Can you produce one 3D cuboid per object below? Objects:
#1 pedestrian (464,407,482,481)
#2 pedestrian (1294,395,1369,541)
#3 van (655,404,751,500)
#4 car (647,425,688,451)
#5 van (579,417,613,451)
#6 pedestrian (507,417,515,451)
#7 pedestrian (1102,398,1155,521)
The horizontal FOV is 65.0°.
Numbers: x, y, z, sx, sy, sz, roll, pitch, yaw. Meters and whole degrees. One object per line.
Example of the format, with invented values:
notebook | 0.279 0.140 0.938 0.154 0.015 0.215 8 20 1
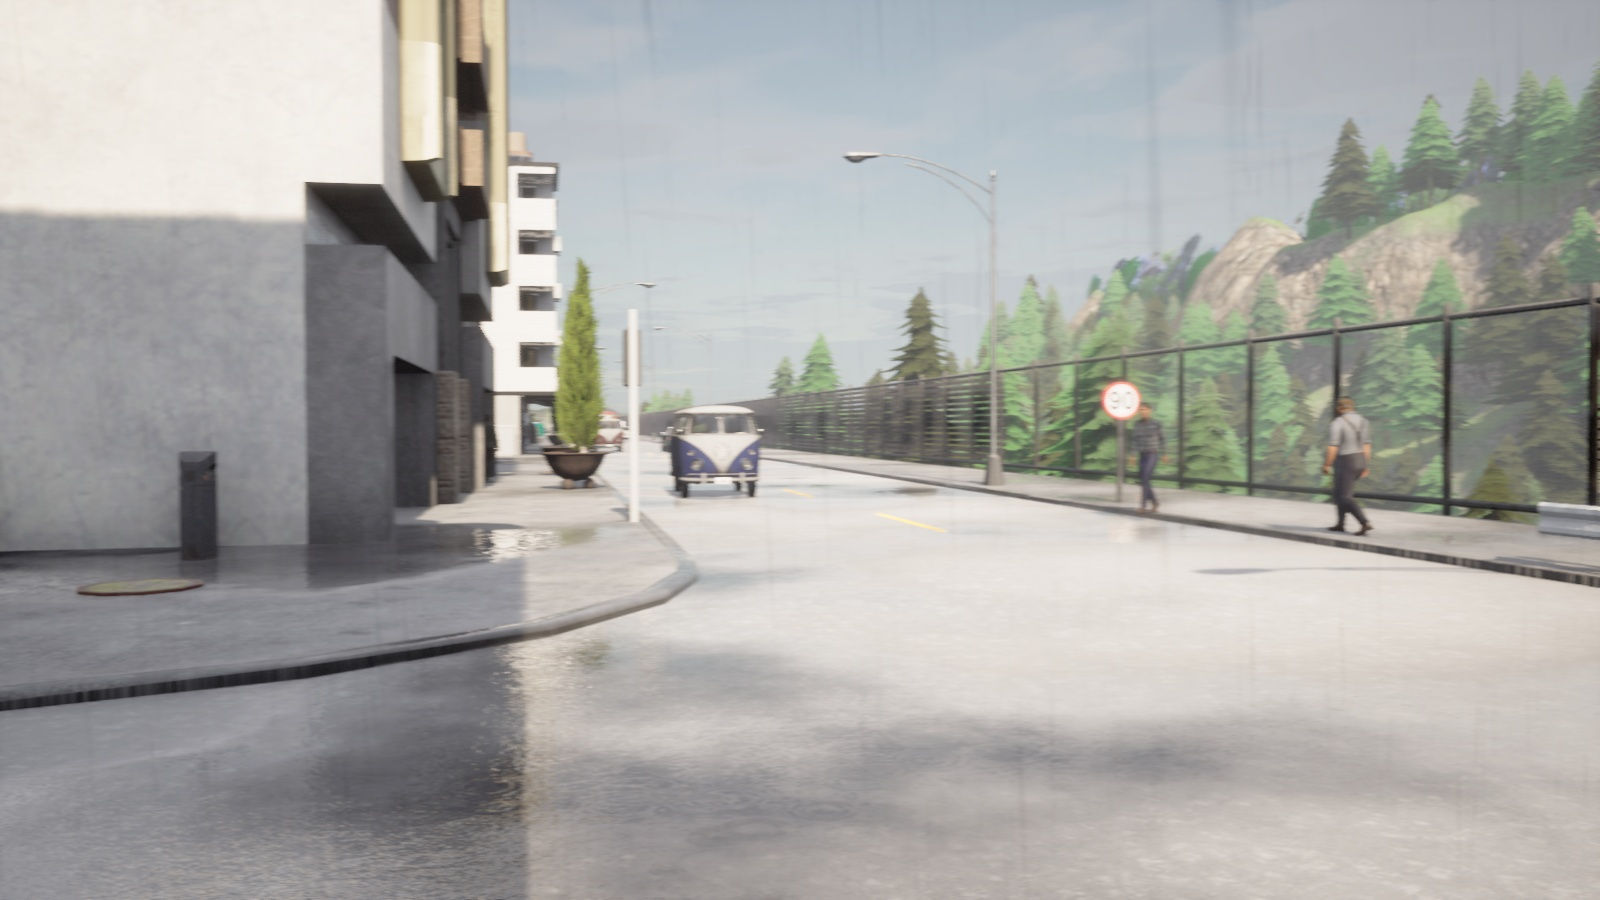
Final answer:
pedestrian | -8.772 -0.170 33.684 0.423 1.949 0.788 0 1 -11
pedestrian | 6.888 0.216 16.293 0.540 1.848 0.694 0 1 -25
van | -2.281 -0.006 28.414 1.775 1.987 4.442 0 1 -10
car | -7.731 -0.716 73.121 1.970 1.475 3.806 0 1 -12
van | -12.099 -0.964 74.450 1.775 1.987 4.442 0 1 -12
pedestrian | -15.716 -0.887 68.209 0.354 1.836 0.706 0 1 -17
pedestrian | 5.313 0.139 20.293 0.788 1.949 0.423 -1 2 -39
